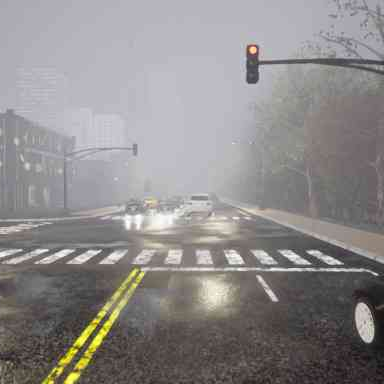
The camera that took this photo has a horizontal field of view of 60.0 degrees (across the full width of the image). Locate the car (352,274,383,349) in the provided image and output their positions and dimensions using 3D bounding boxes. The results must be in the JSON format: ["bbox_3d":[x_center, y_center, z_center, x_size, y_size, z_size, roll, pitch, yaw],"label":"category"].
[{"bbox_3d":[3.396,1.477,3.207,1.882,1.535,5.008,0,0,1],"label":"car"}]

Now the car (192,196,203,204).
[{"bbox_3d":[1.116,1.522,66.551,2.033,1.411,5.357,0,0,1],"label":"car"}]

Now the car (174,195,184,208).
[{"bbox_3d":[-2.631,1.476,46.199,2.128,1.511,4.902,0,0,1],"label":"car"}]

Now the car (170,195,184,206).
[{"bbox_3d":[-2.473,1.332,56.490,2.097,1.767,4.553,0,0,1],"label":"car"}]

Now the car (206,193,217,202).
[{"bbox_3d":[4.419,1.194,76.625,2.150,2.045,5.566,0,0,1],"label":"car"}]

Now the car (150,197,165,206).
[{"bbox_3d":[-5.716,1.544,55.927,1.994,1.385,4.181,0,0,2],"label":"car"}]

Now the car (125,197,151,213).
[{"bbox_3d":[-6.048,1.480,36.364,2.128,1.511,4.902,0,0,-1],"label":"car"}]

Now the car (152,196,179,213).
[{"bbox_3d":[-2.831,1.480,36.692,2.128,1.511,4.902,0,0,-2],"label":"car"}]

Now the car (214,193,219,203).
[{"bbox_3d":[4.359,1.480,66.162,1.837,1.490,4.892,0,0,1],"label":"car"}]

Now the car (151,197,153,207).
[{"bbox_3d":[-5.886,1.462,45.876,1.882,1.535,5.008,0,0,1],"label":"car"}]

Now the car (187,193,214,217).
[{"bbox_3d":[0.739,1.212,31.923,2.150,2.045,5.566,0,0,2],"label":"car"}]
